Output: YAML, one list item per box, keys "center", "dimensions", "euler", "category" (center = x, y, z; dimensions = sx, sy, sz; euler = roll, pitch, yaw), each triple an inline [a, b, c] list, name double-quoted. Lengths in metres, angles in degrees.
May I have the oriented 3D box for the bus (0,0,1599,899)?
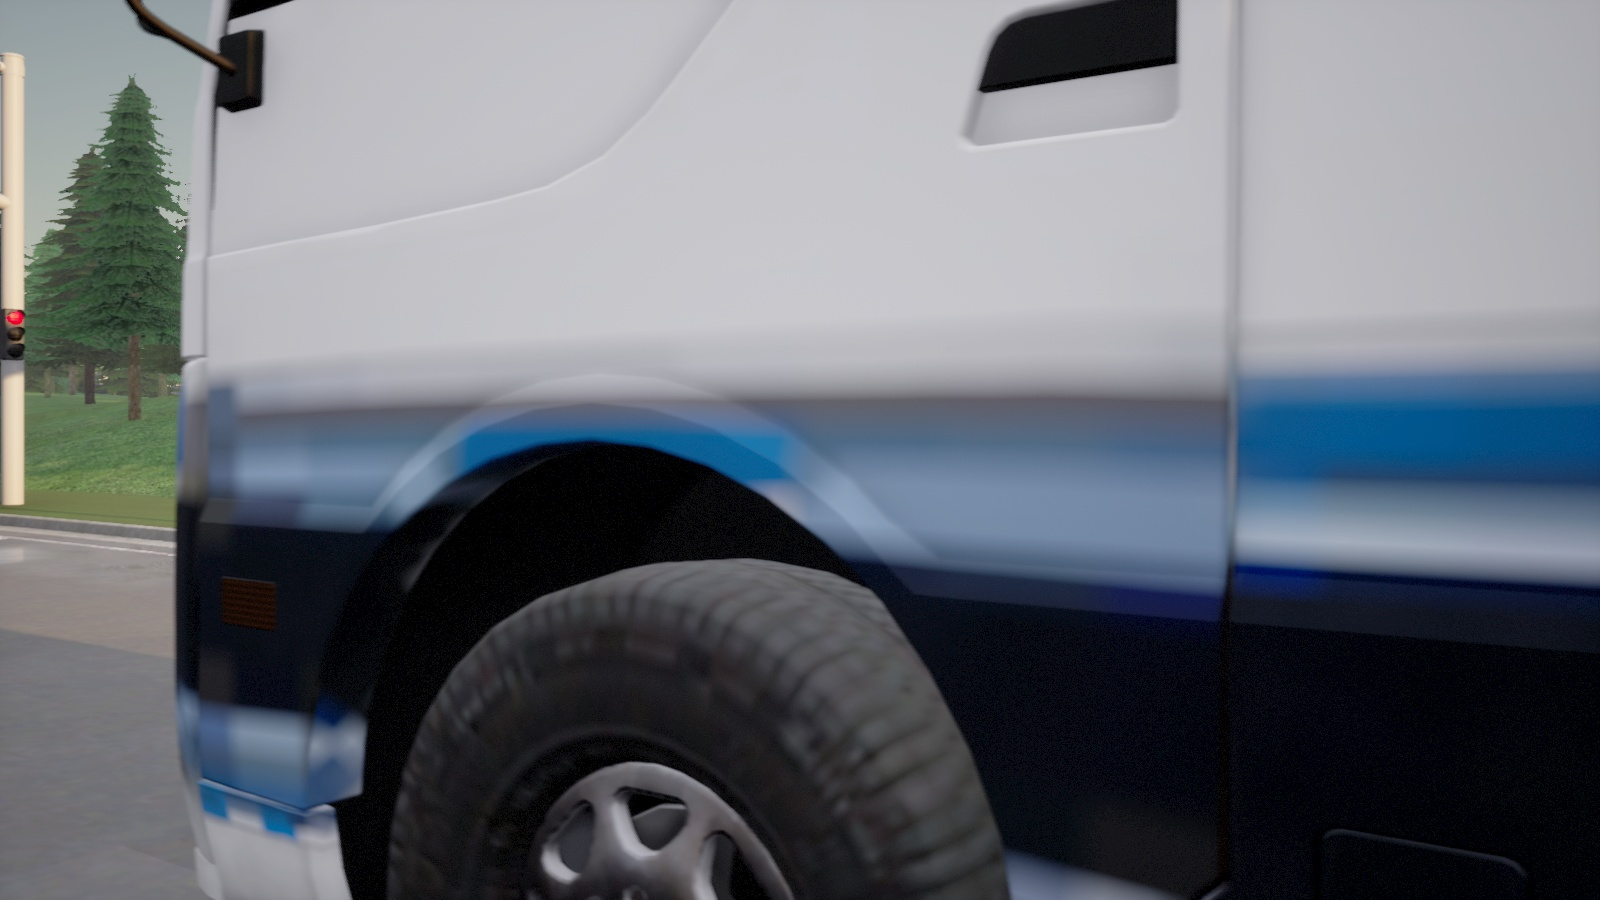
- center: [3.153, -0.699, 1.491]
  dimensions: [10.273, 4.253, 3.944]
  euler: [0, 1, 33]
  category: "bus"
